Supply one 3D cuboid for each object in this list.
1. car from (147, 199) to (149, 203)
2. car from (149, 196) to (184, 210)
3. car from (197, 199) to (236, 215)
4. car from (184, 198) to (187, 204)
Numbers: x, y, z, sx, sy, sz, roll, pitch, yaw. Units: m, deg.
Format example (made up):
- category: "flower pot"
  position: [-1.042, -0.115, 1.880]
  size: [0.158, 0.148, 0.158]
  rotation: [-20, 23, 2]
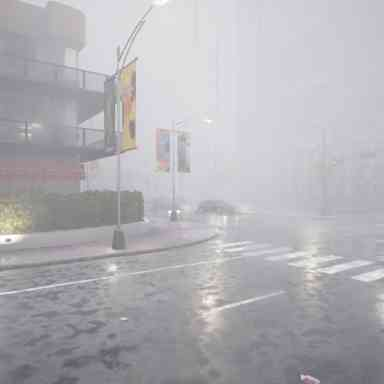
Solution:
- category: "car"
  position: [-6.023, 1.491, 59.267]
  size: [4.902, 1.511, 2.128]
  rotation: [0, 0, 42]
- category: "car"
  position: [-3.324, 1.564, 42.115]
  size: [1.994, 1.385, 4.181]
  rotation: [0, 0, -35]
- category: "car"
  position: [2.451, 1.505, 33.846]
  size: [1.837, 1.490, 4.892]
  rotation: [0, 0, -35]
- category: "car"
  position: [-2.419, 1.547, 62.047]
  size: [2.033, 1.411, 5.357]
  rotation: [0, 0, -19]
